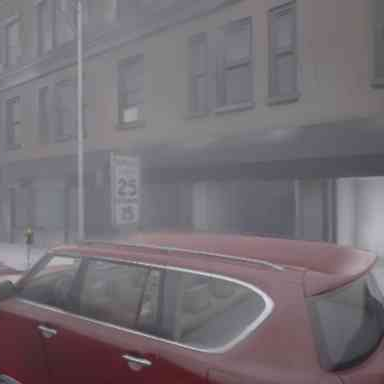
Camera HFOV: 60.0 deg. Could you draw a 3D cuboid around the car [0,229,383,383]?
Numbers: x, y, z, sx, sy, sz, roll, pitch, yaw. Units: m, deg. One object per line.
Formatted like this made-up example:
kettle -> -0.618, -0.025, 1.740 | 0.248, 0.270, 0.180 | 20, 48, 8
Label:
car -> -0.568, 1.338, 3.486 | 5.009, 1.841, 2.192 | -1, 0, 35
